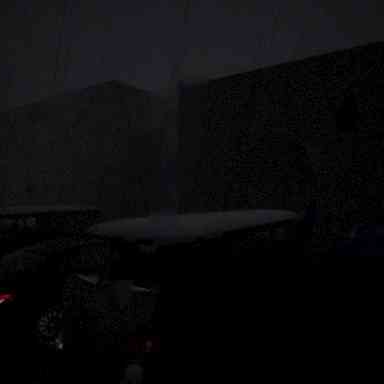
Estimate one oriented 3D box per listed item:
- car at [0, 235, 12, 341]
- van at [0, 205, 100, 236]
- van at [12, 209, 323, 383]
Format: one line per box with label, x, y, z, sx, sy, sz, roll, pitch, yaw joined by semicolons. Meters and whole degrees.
car;-2.004;1.571;6.421;2.002;1.452;4.674;-1;0;36
van;-4.274;1.328;7.901;1.878;1.987;4.442;0;0;36
van;0.227;1.278;4.688;1.878;1.987;4.442;-1;0;36
